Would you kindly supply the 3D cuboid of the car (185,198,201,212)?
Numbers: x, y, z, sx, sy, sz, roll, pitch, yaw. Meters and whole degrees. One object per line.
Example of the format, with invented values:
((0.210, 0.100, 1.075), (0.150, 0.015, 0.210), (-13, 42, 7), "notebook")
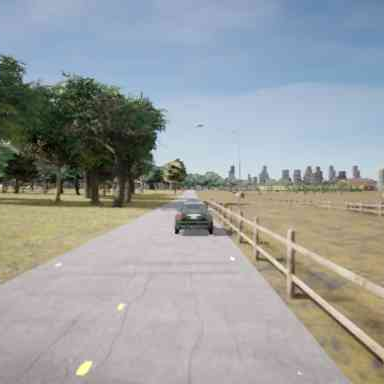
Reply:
((0.110, 1.503, 39.552), (1.837, 1.490, 4.892), (0, 0, 0), "car")

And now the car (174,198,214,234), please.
((0.103, 1.354, 19.532), (2.097, 1.767, 4.553), (0, 0, 0), "car")
